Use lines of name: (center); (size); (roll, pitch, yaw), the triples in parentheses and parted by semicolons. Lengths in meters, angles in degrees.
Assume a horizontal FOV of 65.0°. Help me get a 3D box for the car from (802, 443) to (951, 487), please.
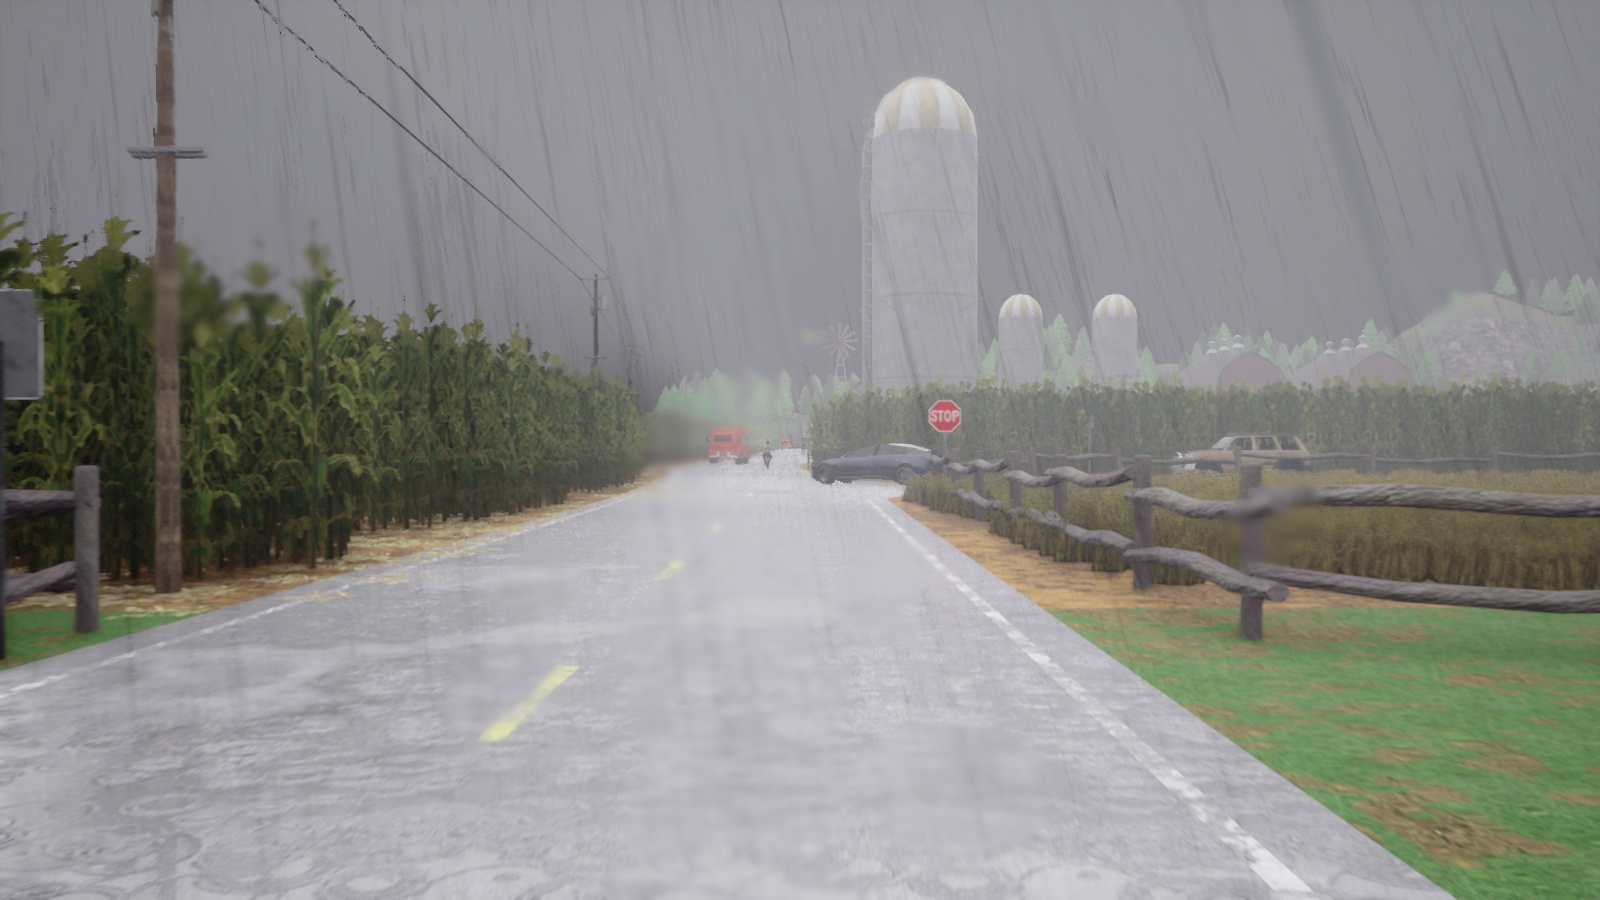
car: (2.699, 0.498, 44.412); (4.792, 1.488, 2.163); (0, 0, 27)

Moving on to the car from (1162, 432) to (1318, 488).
car: (14.932, 0.332, 42.795); (4.605, 1.855, 1.932); (0, 0, 0)

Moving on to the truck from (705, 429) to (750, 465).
truck: (-5.102, -0.248, 89.315); (2.627, 2.467, 5.204); (0, 0, 3)
